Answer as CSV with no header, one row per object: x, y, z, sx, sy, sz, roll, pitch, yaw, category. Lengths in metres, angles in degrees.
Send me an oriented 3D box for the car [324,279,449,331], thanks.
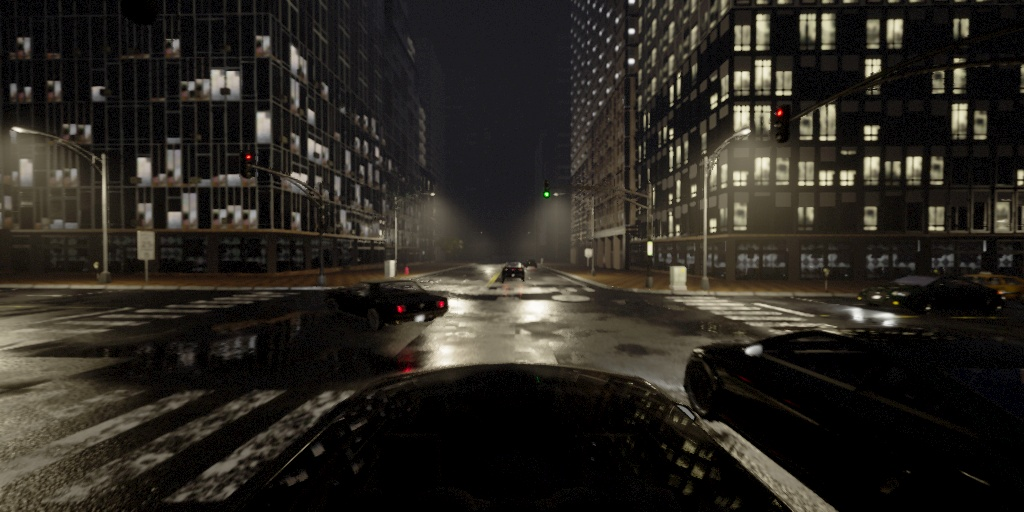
-4.130,1.365,11.268,4.718,1.301,1.895,1,1,43,car

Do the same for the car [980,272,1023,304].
21.802,1.434,16.713,4.829,1.417,1.751,0,0,1,car

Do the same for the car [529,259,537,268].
3.242,1.312,60.394,1.837,1.490,4.892,0,0,0,car

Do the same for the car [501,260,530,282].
0.097,1.275,29.837,2.128,1.511,4.902,0,0,0,car

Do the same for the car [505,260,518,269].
-0.007,1.354,58.793,2.033,1.411,5.357,0,0,0,car

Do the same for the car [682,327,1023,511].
3.339,1.337,3.285,1.994,1.385,4.181,0,-1,0,car

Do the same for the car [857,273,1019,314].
16.441,1.461,14.204,4.181,1.385,1.994,0,1,1,car
